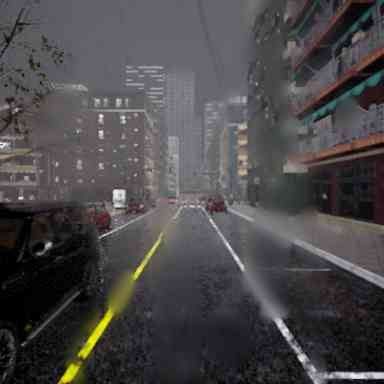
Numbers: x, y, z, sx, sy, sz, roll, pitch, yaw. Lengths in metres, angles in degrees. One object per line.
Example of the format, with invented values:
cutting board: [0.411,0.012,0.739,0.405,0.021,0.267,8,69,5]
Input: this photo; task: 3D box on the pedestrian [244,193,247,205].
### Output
pedestrian: [8.123,1.121,50.774,0.375,1.860,0.375,0,0,0]

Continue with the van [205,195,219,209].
van: [2.671,1.299,45.615,1.690,1.788,3.998,0,0,0]

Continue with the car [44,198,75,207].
car: [-22.416,1.838,56.365,4.403,1.369,2.008,-1,1,0]

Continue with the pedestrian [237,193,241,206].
pedestrian: [7.124,1.105,50.174,0.375,1.860,0.375,0,0,0]

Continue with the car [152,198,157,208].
car: [-5.708,1.539,45.614,1.802,1.307,4.206,0,0,0]

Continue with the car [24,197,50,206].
car: [-30.288,1.770,64.943,4.097,1.590,1.967,-1,1,0]

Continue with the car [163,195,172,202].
car: [-5.716,1.509,78.020,1.947,1.339,4.313,0,0,0]

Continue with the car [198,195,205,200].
car: [2.661,1.488,94.580,1.887,1.381,4.507,0,0,0]

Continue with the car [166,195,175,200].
car: [-5.718,1.509,89.067,1.947,1.339,4.313,0,0,0]

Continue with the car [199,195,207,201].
car: [2.664,1.509,83.533,1.947,1.339,4.313,0,0,0]

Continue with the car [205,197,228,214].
car: [2.676,1.510,34.559,1.887,1.381,4.507,0,0,0]

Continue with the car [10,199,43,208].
car: [-27.986,1.919,56.323,4.403,1.369,2.008,-1,1,0]

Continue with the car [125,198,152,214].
car: [-5.706,1.404,34.558,1.967,1.590,4.097,0,0,0]

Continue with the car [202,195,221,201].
car: [2.673,1.276,40.087,2.192,1.841,5.009,0,0,0]

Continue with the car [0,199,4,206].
car: [-39.188,2.042,64.830,4.206,1.307,1.802,-1,1,0]

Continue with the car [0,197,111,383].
car: [-3.102,1.215,5.278,2.150,2.045,5.566,0,0,0]

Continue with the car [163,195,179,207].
car: [-3.012,1.370,50.305,2.097,1.767,4.553,0,0,0]

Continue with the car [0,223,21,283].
car: [-5.699,1.542,6.921,2.008,1.369,4.403,0,0,0]

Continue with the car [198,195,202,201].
car: [2.666,1.526,78.010,1.802,1.307,4.206,0,0,0]

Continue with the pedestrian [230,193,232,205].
pedestrian: [6.123,1.101,51.373,0.375,1.860,0.375,0,0,0]
